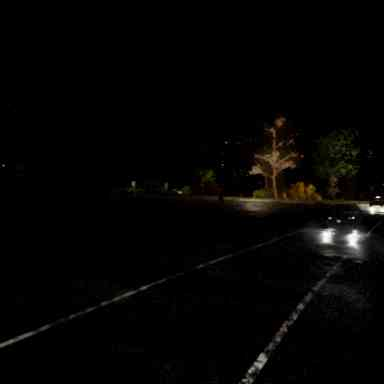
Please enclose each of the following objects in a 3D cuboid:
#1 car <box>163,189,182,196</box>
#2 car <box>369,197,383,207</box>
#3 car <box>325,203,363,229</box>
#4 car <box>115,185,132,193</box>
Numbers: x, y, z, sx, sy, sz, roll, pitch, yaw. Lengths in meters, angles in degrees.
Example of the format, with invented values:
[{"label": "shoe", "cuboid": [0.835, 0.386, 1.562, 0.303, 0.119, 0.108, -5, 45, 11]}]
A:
[{"label": "car", "cuboid": [-4.377, 0.045, 74.538, 4.674, 1.442, 1.812, 2, 1, 33]}, {"label": "car", "cuboid": [26.173, 1.409, 46.636, 1.994, 1.385, 4.181, 2, 2, 33]}, {"label": "car", "cuboid": [10.252, 1.534, 22.291, 1.837, 1.490, 4.892, 0, 0, 33]}, {"label": "car", "cuboid": [-16.973, -0.696, 82.727, 5.566, 2.045, 2.150, 2, 1, 33]}]
